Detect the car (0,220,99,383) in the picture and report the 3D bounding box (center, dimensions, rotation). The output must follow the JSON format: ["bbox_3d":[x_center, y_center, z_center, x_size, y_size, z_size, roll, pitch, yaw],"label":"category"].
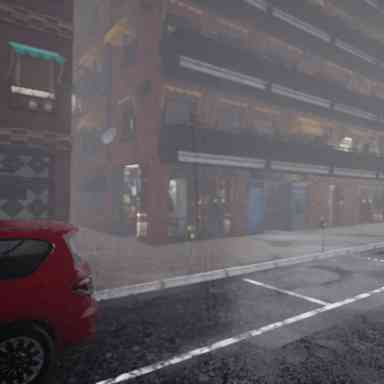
[{"bbox_3d":[-3.541,1.310,3.558,5.009,1.841,2.192,0,1,-35],"label":"car"}]
